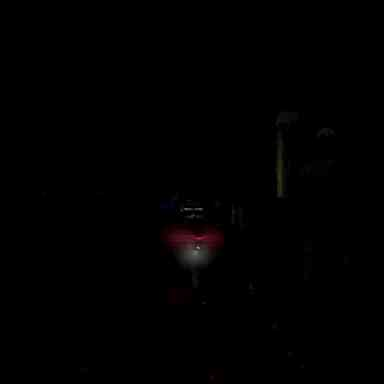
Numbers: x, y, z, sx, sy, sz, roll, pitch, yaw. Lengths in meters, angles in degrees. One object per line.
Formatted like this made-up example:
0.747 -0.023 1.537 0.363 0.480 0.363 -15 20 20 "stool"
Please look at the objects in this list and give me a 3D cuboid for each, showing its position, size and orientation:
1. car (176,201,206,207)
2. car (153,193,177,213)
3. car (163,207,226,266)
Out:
0.090 1.467 26.467 2.128 1.511 4.902 0 0 0 "car"
-2.824 1.185 35.957 2.150 2.045 5.566 0 0 0 "car"
0.086 1.483 11.462 2.128 1.511 4.902 0 0 0 "car"
